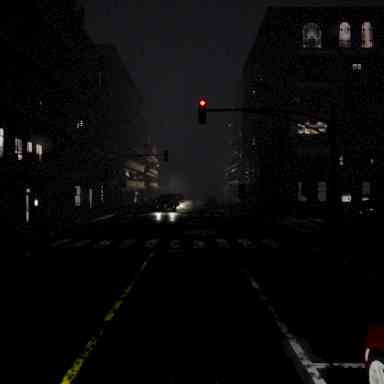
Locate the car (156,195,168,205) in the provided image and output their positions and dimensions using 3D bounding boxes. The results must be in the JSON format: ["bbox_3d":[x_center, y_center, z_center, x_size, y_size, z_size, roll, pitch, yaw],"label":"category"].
[{"bbox_3d":[-5.528,1.459,61.888,1.967,1.590,4.097,-1,0,0],"label":"car"}]

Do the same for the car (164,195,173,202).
[{"bbox_3d":[-5.481,1.559,78.302,1.752,1.417,4.829,-1,0,0],"label":"car"}]

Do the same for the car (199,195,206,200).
[{"bbox_3d":[2.946,1.598,95.027,1.887,1.381,4.507,-1,0,0],"label":"car"}]

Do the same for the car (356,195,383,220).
[{"bbox_3d":[14.998,1.217,24.759,4.902,1.511,2.128,-1,0,-1],"label":"car"}]

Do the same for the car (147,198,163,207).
[{"bbox_3d":[-5.557,1.577,50.832,1.947,1.339,4.313,0,0,0],"label":"car"}]

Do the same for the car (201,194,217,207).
[{"bbox_3d":[2.822,1.452,50.804,1.967,1.590,4.097,-1,0,0],"label":"car"}]

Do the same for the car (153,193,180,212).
[{"bbox_3d":[-2.989,1.226,40.085,2.150,2.045,5.566,0,0,0],"label":"car"}]

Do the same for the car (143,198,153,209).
[{"bbox_3d":[-5.572,1.559,45.305,2.008,1.369,4.403,0,0,0],"label":"car"}]

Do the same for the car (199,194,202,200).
[{"bbox_3d":[2.869,1.574,67.388,2.008,1.369,4.403,-1,0,0],"label":"car"}]

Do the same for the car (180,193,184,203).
[{"bbox_3d":[-2.808,1.247,69.248,2.150,2.045,5.566,0,0,0],"label":"car"}]

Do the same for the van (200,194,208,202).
[{"bbox_3d":[2.898,1.375,78.443,1.690,1.788,3.998,-1,0,0],"label":"van"}]

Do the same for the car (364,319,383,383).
[{"bbox_3d":[2.687,1.544,1.805,1.887,1.381,4.507,0,0,0],"label":"car"}]

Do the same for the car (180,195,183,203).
[{"bbox_3d":[-2.946,1.561,53.205,2.033,1.411,5.357,0,0,0],"label":"car"}]
